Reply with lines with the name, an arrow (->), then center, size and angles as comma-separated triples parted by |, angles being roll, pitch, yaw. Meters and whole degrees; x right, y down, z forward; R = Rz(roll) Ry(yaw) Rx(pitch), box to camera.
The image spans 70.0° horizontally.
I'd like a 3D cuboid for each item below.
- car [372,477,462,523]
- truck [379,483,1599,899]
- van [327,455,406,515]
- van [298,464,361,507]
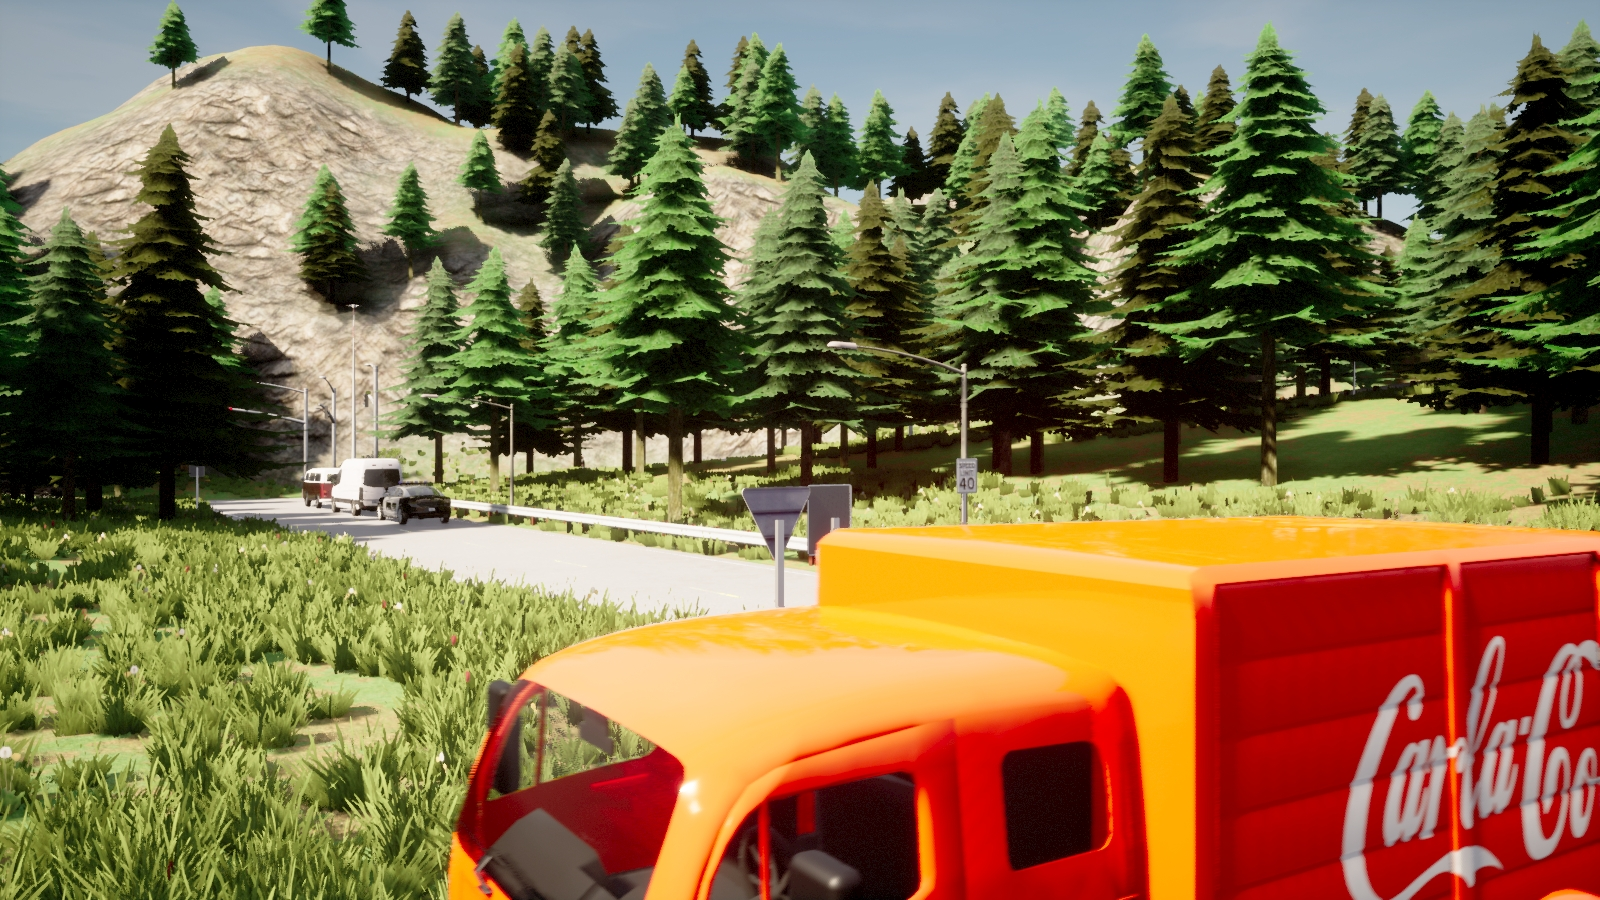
car -> -15.723, 1.982, 46.760 | 2.097, 1.638, 5.238 | 0, 0, -35
truck -> 1.283, 1.429, 4.672 | 5.204, 2.467, 2.627 | 0, 0, -32
van -> -20.079, 1.534, 52.765 | 1.988, 2.561, 5.915 | 0, 0, -35
van -> -24.143, 1.782, 58.581 | 2.069, 2.038, 4.480 | 0, 0, -35
